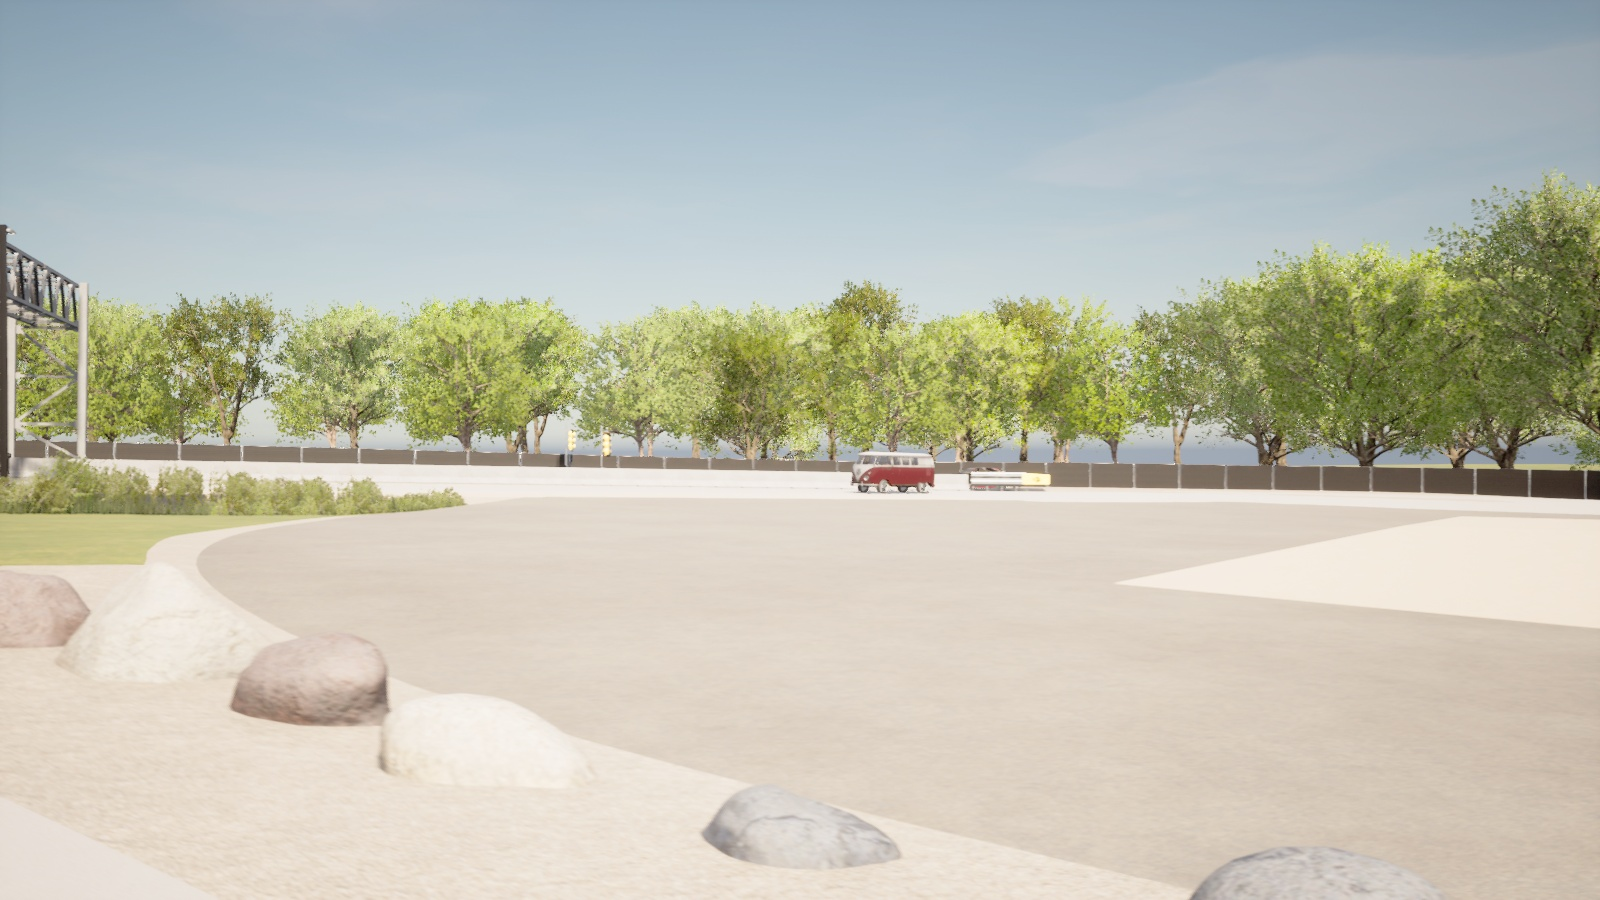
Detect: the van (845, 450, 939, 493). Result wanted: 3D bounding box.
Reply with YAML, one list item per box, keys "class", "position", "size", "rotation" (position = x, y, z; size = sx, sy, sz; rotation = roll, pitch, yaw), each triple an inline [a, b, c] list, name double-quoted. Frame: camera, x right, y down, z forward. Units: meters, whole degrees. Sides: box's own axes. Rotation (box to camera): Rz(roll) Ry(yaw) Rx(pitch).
- class: "van"
  position: [4.456, 1.021, 60.401]
  size: [4.442, 1.987, 1.775]
  rotation: [0, -1, -38]

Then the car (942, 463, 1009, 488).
- class: "car"
  position: [11.751, 1.677, 84.192]
  size: [3.988, 1.617, 1.851]
  rotation: [0, 0, -15]
